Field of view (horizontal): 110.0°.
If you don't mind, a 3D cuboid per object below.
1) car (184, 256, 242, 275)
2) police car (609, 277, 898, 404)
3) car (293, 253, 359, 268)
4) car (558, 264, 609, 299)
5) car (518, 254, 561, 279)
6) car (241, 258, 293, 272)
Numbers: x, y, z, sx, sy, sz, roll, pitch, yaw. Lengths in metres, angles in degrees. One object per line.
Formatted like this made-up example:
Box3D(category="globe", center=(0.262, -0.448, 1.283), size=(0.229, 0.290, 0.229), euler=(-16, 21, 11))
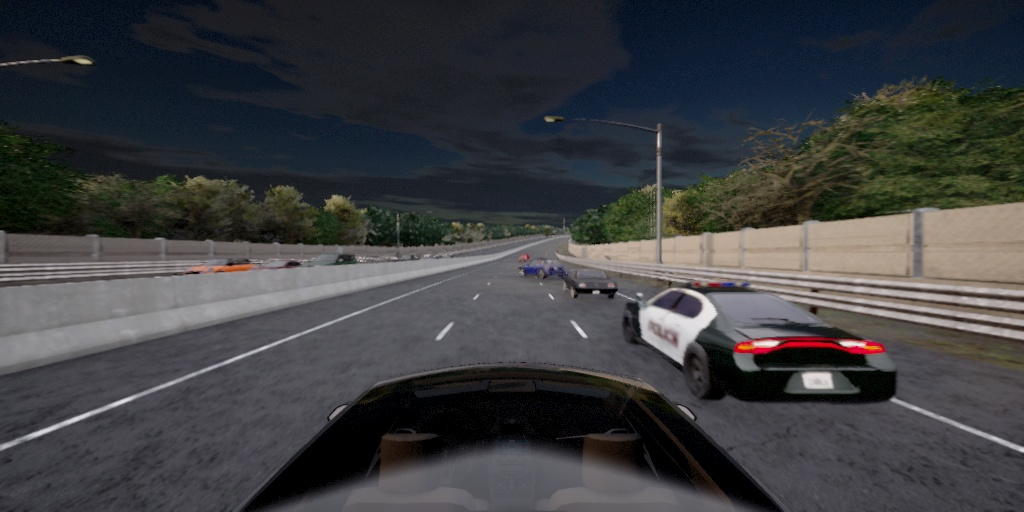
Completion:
Box3D(category="car", center=(-20.830, 0.908, 25.825), size=(2.097, 1.767, 4.553), euler=(0, 0, 1))
Box3D(category="police car", center=(3.507, 1.228, 6.510), size=(2.038, 1.542, 4.974), euler=(0, 0, 0))
Box3D(category="car", center=(-13.784, 0.793, 27.497), size=(2.150, 2.045, 5.566), euler=(0, 0, 1))
Box3D(category="car", center=(3.602, 1.259, 17.437), size=(1.895, 1.301, 4.718), euler=(0, 0, 1))
Box3D(category="car", center=(2.392, 0.956, 30.174), size=(2.097, 1.767, 4.553), euler=(0, 0, -30))
Box3D(category="car", center=(-17.306, 1.038, 26.951), size=(1.882, 1.535, 5.008), euler=(0, 0, 1))
